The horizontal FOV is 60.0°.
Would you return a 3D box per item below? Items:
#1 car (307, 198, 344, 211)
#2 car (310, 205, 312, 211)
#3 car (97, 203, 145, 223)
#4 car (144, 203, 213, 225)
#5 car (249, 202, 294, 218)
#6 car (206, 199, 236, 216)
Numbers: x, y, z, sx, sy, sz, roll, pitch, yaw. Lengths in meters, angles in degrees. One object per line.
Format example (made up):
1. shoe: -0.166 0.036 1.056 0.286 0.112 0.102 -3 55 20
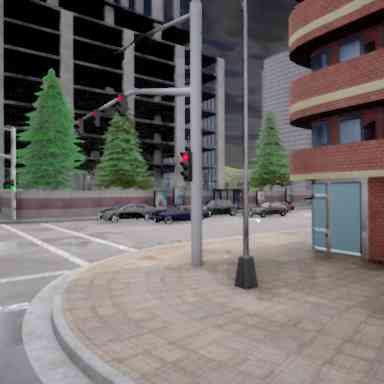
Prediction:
1. car: 17.596 1.646 43.802 4.902 1.511 2.128 0 0 -35
2. car: 15.681 1.645 38.129 4.892 1.490 1.837 0 0 -36
3. car: -5.276 1.676 27.368 4.902 1.511 2.128 0 0 -36
4. car: -1.003 1.763 26.129 4.718 1.301 1.895 0 0 -36
5. car: 7.329 1.677 32.120 4.674 1.442 1.812 0 0 -36
6. car: 2.166 1.527 32.723 4.553 1.767 2.097 0 0 -36
